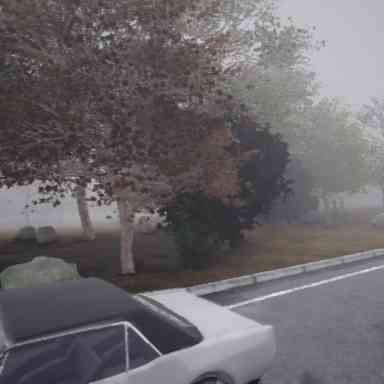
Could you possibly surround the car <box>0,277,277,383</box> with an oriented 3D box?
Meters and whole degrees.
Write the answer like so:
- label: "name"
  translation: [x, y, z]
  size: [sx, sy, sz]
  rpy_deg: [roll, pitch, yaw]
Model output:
- label: "car"
  translation: [-1.520, 1.602, 2.882]
  size: [4.718, 1.301, 1.895]
  rpy_deg: [0, 0, -35]
